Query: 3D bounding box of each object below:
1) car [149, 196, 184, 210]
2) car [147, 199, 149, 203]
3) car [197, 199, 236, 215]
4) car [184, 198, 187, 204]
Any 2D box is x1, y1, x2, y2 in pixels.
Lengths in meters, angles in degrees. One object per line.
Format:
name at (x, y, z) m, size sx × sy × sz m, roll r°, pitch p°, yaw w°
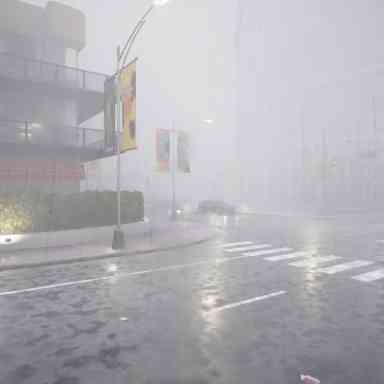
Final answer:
car at (-3.324, 1.564, 42.115) m, size 1.994 × 1.385 × 4.181 m, roll 0°, pitch 0°, yaw -35°
car at (-6.023, 1.491, 59.267) m, size 4.902 × 1.511 × 2.128 m, roll 0°, pitch 0°, yaw 42°
car at (2.451, 1.505, 33.846) m, size 1.837 × 1.490 × 4.892 m, roll 0°, pitch 0°, yaw -35°
car at (-2.419, 1.547, 62.047) m, size 2.033 × 1.411 × 5.357 m, roll 0°, pitch 0°, yaw -19°
